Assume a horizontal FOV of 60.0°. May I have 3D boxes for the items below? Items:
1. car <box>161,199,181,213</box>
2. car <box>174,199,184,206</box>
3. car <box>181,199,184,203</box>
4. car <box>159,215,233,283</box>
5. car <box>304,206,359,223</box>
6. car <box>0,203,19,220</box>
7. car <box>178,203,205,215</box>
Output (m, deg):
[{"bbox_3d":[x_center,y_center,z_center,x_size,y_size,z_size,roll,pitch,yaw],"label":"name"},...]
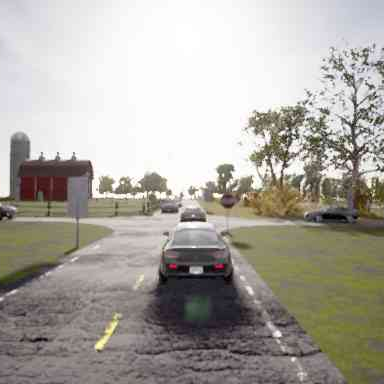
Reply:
[{"bbox_3d":[-2.854,1.784,43.585,2.097,1.767,4.553,0,-1,0],"label":"car"},{"bbox_3d":[-2.767,2.268,71.068,2.033,1.411,5.357,0,-1,0],"label":"car"},{"bbox_3d":[-2.816,2.101,58.967,1.837,1.490,4.892,0,-1,1],"label":"car"},{"bbox_3d":[0.098,1.620,9.810,1.812,1.442,4.674,0,-1,0],"label":"car"},{"bbox_3d":[12.978,2.030,31.064,4.902,1.511,2.128,1,-1,0],"label":"car"},{"bbox_3d":[-17.046,1.374,27.910,4.553,1.767,2.097,1,-1,0],"label":"car"},{"bbox_3d":[0.096,1.832,27.519,1.994,1.385,4.181,0,-1,0],"label":"car"}]
